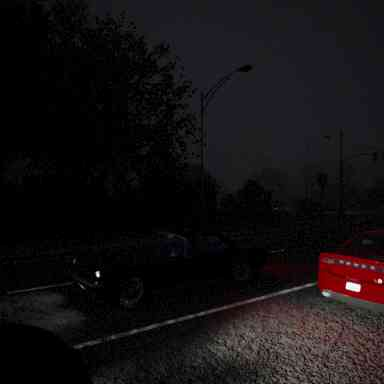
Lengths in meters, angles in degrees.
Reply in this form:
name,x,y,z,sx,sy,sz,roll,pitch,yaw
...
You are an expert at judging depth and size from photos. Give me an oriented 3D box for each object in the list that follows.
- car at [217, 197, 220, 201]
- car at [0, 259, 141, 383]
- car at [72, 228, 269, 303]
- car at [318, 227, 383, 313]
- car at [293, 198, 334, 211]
name,x,y,z,sx,sy,sz,roll,pitch,yaw
car,3.925,1.455,56.649,1.812,1.442,4.674,0,1,-32
car,-2.969,1.492,1.636,4.902,1.511,2.128,0,0,-35
car,-0.413,1.601,7.984,4.718,1.301,1.895,0,0,-36
car,4.783,1.478,7.136,5.008,1.535,1.882,0,0,-35
car,14.476,1.478,39.839,1.882,1.535,5.008,0,0,-33
